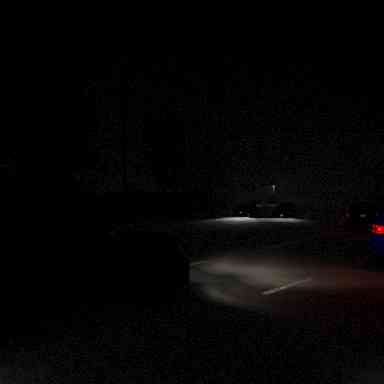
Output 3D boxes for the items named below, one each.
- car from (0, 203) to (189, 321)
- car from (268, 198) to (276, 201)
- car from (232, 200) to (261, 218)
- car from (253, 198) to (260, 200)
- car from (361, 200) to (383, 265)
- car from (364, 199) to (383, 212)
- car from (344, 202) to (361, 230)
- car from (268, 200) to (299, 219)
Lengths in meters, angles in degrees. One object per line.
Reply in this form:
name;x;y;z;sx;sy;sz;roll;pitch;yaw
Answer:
car;-2.707;1.223;6.156;5.566;2.045;2.150;0;0;-36
car;17.402;2.007;71.759;2.033;1.411;5.357;-1;-1;9
car;5.287;1.732;32.180;1.994;1.385;4.181;0;-1;25
car;13.944;2.052;72.303;2.033;1.411;5.357;-1;-1;9
car;7.632;1.234;10.815;2.150;2.045;5.566;0;0;44
car;23.057;1.658;40.775;2.033;1.411;5.357;-1;0;11
car;10.960;1.400;20.730;2.097;1.767;4.553;-1;0;34
car;8.971;1.691;31.548;2.033;1.411;5.357;-1;-1;25
